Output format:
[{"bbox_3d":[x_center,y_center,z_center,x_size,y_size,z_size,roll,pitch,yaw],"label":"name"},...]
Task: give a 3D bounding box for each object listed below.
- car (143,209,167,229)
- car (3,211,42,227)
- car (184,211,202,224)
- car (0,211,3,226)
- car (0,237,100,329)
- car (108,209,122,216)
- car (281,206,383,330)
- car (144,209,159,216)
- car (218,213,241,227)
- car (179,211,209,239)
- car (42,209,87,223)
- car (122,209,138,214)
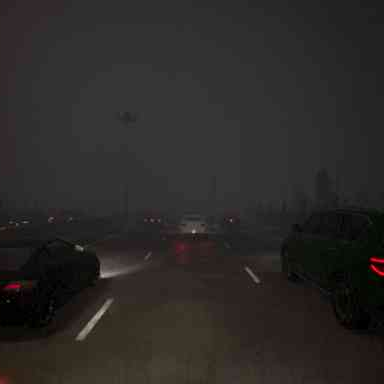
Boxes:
[{"bbox_3d":[-3.401,2.606,30.962,2.033,1.411,5.357,0,-2,0],"label":"car"},{"bbox_3d":[-14.097,2.490,29.206,1.837,1.490,4.892,0,-3,0],"label":"car"},{"bbox_3d":[0.099,3.003,40.240,2.033,1.411,5.357,0,-2,0],"label":"car"},{"bbox_3d":[-17.597,2.499,29.736,2.128,1.511,4.902,0,-3,0],"label":"car"},{"bbox_3d":[-3.400,1.645,7.072,1.994,1.385,4.181,0,-1,0],"label":"car"},{"bbox_3d":[-15.891,4.255,69.206,1.994,1.385,4.181,0,-2,8],"label":"car"},{"bbox_3d":[3.600,1.305,7.173,2.150,2.045,5.566,0,-1,0],"label":"car"},{"bbox_3d":[-8.590,4.243,70.158,1.812,1.442,4.674,-1,-3,11],"label":"car"},{"bbox_3d":[3.599,2.687,32.474,1.994,1.385,4.181,0,-2,0],"label":"car"},{"bbox_3d":[0.099,2.189,21.714,1.812,1.442,4.674,0,-2,0],"label":"car"},{"bbox_3d":[-10.597,2.310,28.639,2.097,1.767,4.553,0,-2,0],"label":"car"},{"bbox_3d":[-12.403,4.187,68.796,1.812,1.442,4.674,0,-2,8],"label":"car"}]
